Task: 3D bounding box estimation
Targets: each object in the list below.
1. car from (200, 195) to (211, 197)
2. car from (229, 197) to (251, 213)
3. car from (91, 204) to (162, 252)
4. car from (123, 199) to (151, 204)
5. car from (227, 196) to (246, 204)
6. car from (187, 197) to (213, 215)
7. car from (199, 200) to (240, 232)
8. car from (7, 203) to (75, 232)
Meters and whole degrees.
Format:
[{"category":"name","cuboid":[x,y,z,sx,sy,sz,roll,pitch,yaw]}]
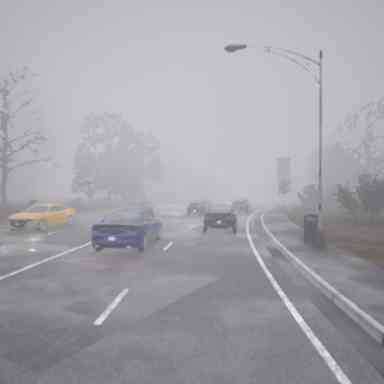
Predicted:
[{"category":"car","cuboid":[2.167,1.377,59.870,2.097,1.767,4.553,0,0,24]},{"category":"car","cuboid":[5.661,1.535,38.028,2.128,1.511,4.902,0,0,16]},{"category":"car","cuboid":[-2.542,1.477,13.999,1.882,1.535,5.008,0,0,6]},{"category":"car","cuboid":[-4.504,1.347,26.106,2.097,1.767,4.553,0,0,11]},{"category":"car","cuboid":[8.838,1.603,65.923,2.033,1.411,5.357,0,0,26]},{"category":"car","cuboid":[0.814,1.524,33.353,1.837,1.490,4.892,0,0,13]},{"category":"car","cuboid":[1.831,1.496,20.510,1.882,1.535,5.008,0,0,8]},{"category":"car","cuboid":[-9.004,1.454,20.299,1.882,1.535,5.008,0,0,8]}]
